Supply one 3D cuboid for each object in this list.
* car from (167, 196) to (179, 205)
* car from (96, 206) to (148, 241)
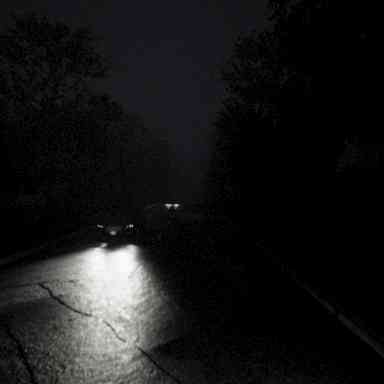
[{"bbox_3d":[-3.275,1.414,57.143,2.033,1.411,5.357,0,0,1],"label":"car"},{"bbox_3d":[-3.341,1.468,16.528,2.128,1.511,4.902,0,0,0],"label":"car"}]
